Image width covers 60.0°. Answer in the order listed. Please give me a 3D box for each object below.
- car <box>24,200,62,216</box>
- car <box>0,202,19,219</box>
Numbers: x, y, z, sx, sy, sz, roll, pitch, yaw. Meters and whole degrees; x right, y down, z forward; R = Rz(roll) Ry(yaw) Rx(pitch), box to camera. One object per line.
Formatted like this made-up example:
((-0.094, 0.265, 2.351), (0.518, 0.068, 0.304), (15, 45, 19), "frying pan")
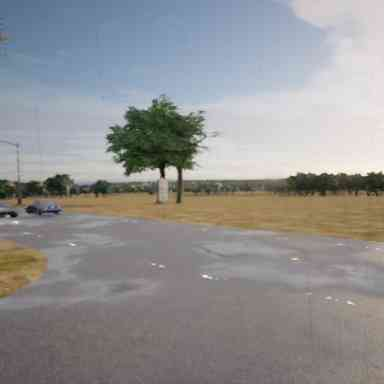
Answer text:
((-13.986, 1.425, 31.102), (2.033, 1.411, 5.357), (-3, 2, -44), "car")
((-16.526, 1.550, 28.413), (2.033, 1.411, 5.357), (-3, 2, -44), "car")
